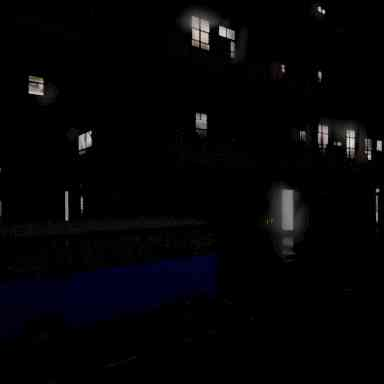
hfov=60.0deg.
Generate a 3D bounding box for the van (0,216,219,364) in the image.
[{"bbox_3d":[-1.416,1.341,5.555,3.998,1.788,1.690,0,0,-35],"label":"van"}]
